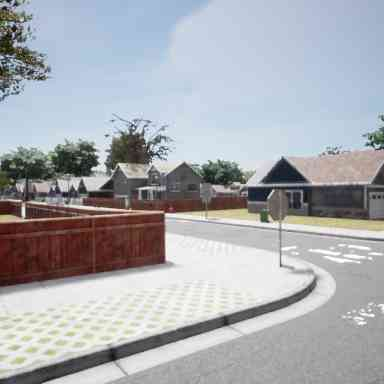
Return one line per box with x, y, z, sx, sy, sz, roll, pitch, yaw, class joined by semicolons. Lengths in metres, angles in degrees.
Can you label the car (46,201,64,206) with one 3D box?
-19.268;1.954;46.386;1.895;1.301;4.718;0;0;-35;car
